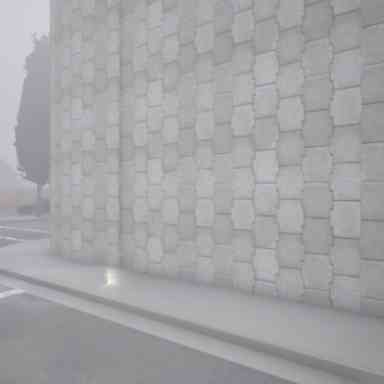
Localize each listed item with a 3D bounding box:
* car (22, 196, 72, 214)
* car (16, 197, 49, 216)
[{"bbox_3d":[-15.828,1.324,36.510,2.097,1.767,4.553,0,0,35],"label":"car"},{"bbox_3d":[-14.421,1.452,32.414,1.882,1.535,5.008,0,0,35],"label":"car"}]
